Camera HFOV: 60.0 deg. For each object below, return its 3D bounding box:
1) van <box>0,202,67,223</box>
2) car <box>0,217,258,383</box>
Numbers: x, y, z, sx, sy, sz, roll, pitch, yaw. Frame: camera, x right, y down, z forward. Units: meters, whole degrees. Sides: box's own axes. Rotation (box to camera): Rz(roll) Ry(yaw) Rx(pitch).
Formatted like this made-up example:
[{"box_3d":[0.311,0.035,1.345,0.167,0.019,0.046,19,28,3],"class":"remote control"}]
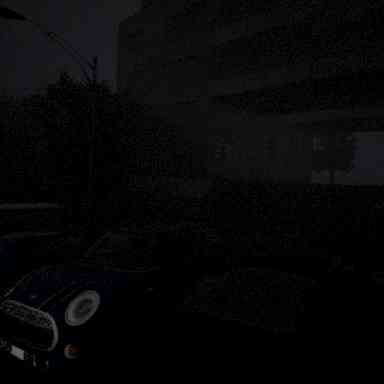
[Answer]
[{"box_3d":[-5.342,1.313,9.252,1.878,1.987,4.442,0,0,36],"class":"van"},{"box_3d":[-0.849,1.379,5.932,2.185,1.767,4.553,0,0,36],"class":"car"}]
